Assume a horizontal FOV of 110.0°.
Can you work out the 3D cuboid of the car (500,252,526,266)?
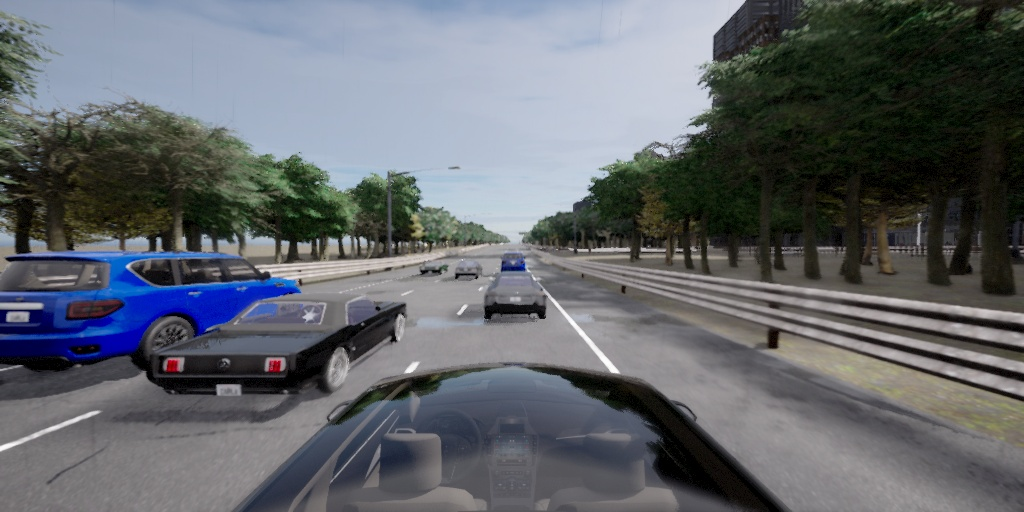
[{"bbox_3d":[0.095,0.638,32.988,2.150,2.045,5.566,0,1,0],"label":"car"}]

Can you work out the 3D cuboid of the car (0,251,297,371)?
[{"bbox_3d":[-6.901,0.920,7.692,2.150,2.045,5.566,0,0,0],"label":"car"}]

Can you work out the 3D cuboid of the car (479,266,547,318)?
[{"bbox_3d":[0.098,1.219,12.523,1.994,1.385,4.181,0,1,0],"label":"car"}]

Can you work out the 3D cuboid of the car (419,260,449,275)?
[{"bbox_3d":[-6.905,1.027,32.452,1.895,1.301,4.718,0,1,0],"label":"car"}]

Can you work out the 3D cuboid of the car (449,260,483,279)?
[{"bbox_3d":[-3.403,1.031,28.763,2.033,1.411,5.357,0,1,0],"label":"car"}]

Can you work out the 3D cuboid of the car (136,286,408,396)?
[{"bbox_3d":[-3.401,1.310,6.534,1.895,1.301,4.718,0,0,0],"label":"car"}]
